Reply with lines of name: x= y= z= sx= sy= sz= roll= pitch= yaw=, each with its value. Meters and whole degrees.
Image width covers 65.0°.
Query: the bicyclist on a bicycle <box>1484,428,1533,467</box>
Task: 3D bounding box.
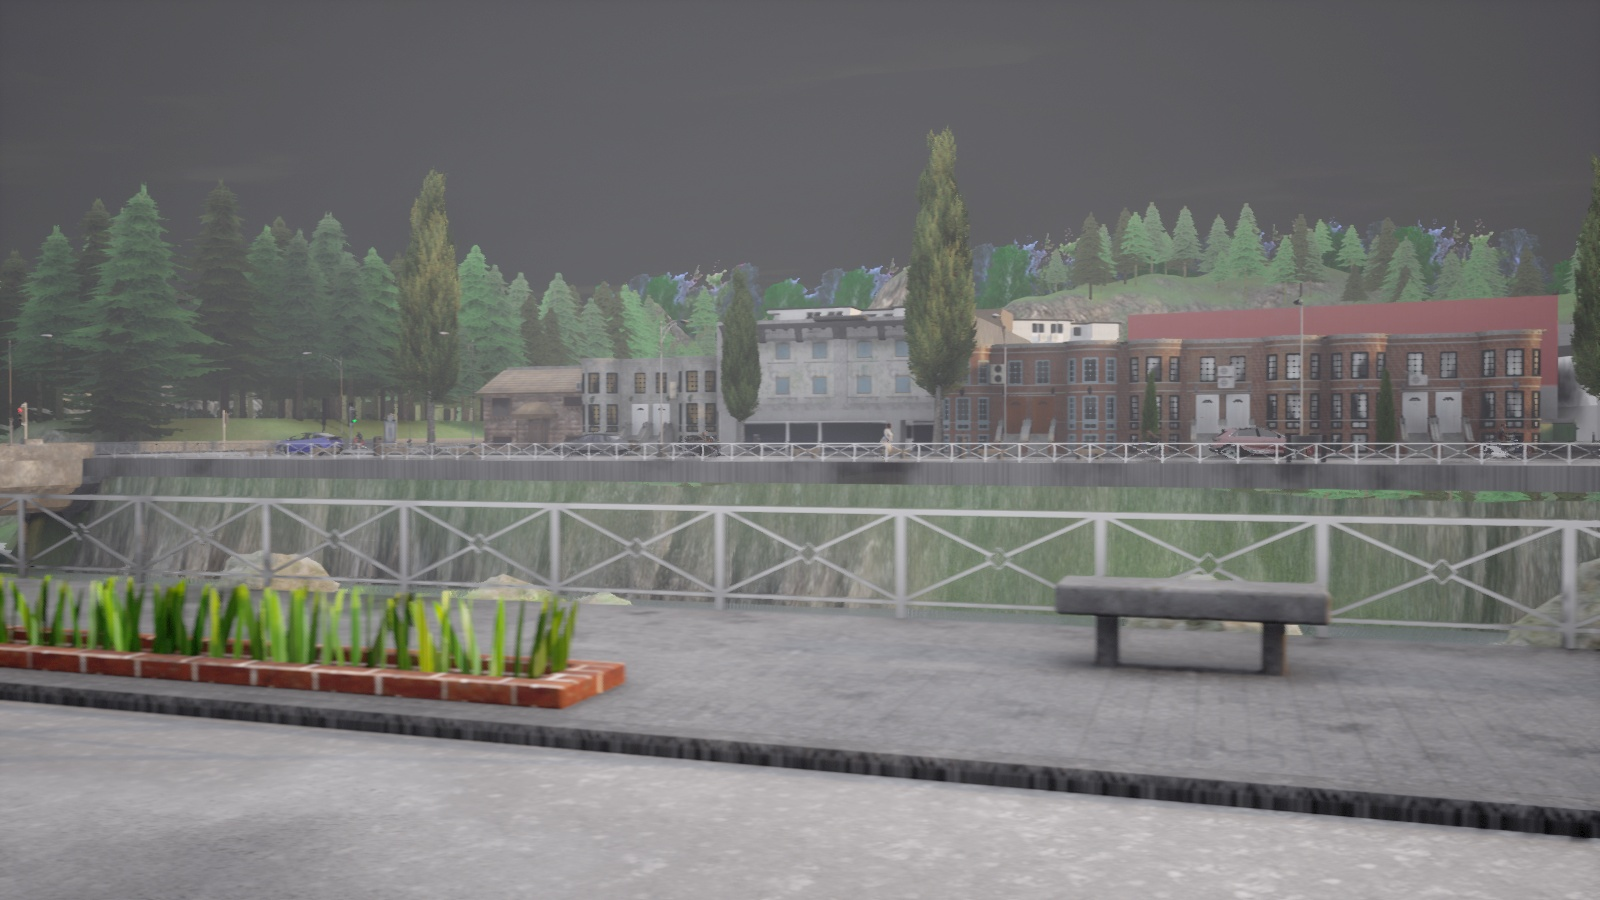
bicyclist on a bicycle: x=32.605 y=-0.105 z=57.823 sx=1.843 sy=1.776 sz=0.659 roll=0 pitch=1 yaw=19

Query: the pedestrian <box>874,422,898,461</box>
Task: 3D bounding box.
pedestrian: x=4.126 y=-0.409 z=60.097 sx=0.900 sy=1.855 sz=0.874 roll=1 pitch=1 yaw=22

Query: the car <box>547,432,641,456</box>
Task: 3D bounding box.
car: x=-12.660 y=-0.409 z=77.194 sx=5.357 sy=1.411 sz=2.033 roll=1 pitch=1 yaw=19

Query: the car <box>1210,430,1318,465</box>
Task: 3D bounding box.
car: x=22.538 y=-0.137 z=61.193 sx=4.856 sy=1.649 sz=2.033 roll=1 pitch=1 yaw=19

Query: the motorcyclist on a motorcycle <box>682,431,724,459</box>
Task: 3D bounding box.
motorcyclist on a motorcycle: x=-5.463 y=-0.288 z=70.568 sx=2.191 sy=1.530 sz=0.866 roll=1 pitch=1 yaw=19

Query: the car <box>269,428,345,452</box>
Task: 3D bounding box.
car: x=-32.949 y=-0.694 z=83.985 sx=4.514 sy=1.525 sz=2.007 roll=1 pitch=1 yaw=19
